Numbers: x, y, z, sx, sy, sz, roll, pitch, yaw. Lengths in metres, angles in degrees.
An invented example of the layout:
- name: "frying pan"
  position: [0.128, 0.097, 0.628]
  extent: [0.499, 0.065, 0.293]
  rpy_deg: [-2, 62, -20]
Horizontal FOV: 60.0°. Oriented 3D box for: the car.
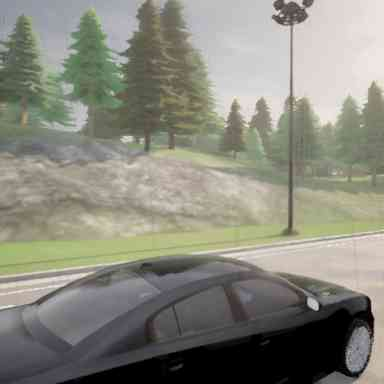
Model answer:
- name: "car"
  position: [0.204, 1.499, 3.896]
  extent: [5.008, 1.535, 1.882]
  rpy_deg: [1, 0, -36]
